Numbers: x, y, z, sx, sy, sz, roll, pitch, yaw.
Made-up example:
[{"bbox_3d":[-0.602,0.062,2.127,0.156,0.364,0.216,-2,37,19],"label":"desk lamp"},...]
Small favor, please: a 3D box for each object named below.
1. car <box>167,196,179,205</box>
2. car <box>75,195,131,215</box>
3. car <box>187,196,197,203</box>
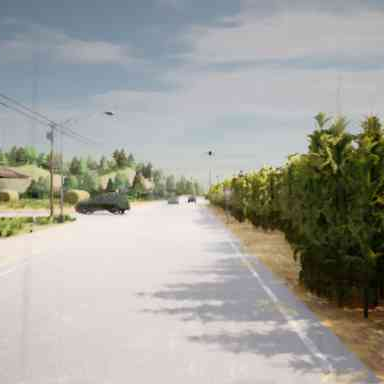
[{"bbox_3d":[-3.527,1.511,62.819,2.097,1.767,4.553,0,0,0],"label":"car"},{"bbox_3d":[-9.137,1.288,34.324,5.566,2.045,2.150,0,0,5],"label":"car"},{"bbox_3d":[0.018,1.668,72.271,1.837,1.490,4.892,0,0,1],"label":"car"}]
